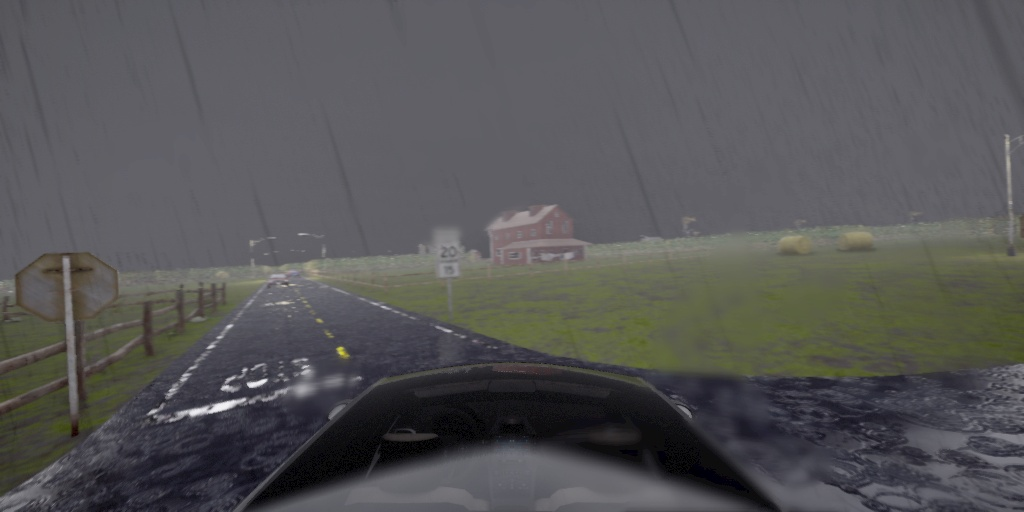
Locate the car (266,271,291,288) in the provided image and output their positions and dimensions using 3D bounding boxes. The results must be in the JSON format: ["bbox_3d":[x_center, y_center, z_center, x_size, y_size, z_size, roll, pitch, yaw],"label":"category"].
[{"bbox_3d":[-25.701,2.672,39.449,1.812,1.442,4.674,-3,0,-33],"label":"car"}]
